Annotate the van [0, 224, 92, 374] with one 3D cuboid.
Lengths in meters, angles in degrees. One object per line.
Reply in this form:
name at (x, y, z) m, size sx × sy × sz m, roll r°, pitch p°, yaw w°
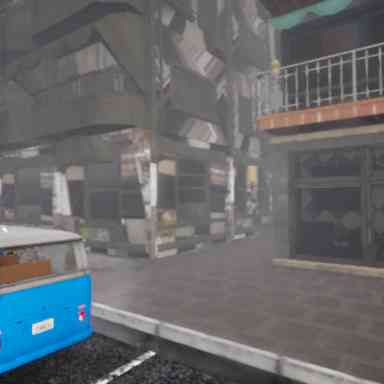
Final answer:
van at (-3.295, 1.397, 5.083) m, size 3.998 × 1.788 × 1.690 m, roll -1°, pitch -1°, yaw 35°
